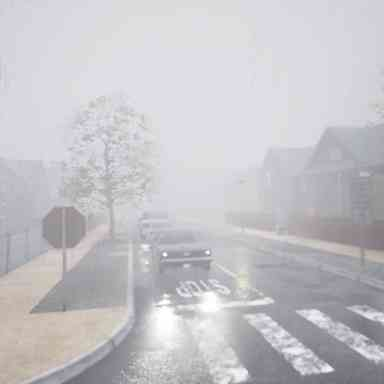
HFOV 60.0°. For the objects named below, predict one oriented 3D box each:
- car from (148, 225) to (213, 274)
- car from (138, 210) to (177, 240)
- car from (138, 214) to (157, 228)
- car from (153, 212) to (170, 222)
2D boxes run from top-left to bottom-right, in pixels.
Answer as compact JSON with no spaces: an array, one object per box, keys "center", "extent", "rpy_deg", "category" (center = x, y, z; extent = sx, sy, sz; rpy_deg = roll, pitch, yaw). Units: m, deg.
[{"center":[-0.558,2.218,13.146],"extent":[1.895,1.301,4.718],"rpy_deg":[-1,-2,-10],"category":"car"},{"center":[-2.763,2.385,25.028],"extent":[2.150,2.045,5.566],"rpy_deg":[-1,-3,-10],"category":"car"},{"center":[-5.205,3.351,38.640],"extent":[1.994,1.385,4.181],"rpy_deg":[-1,-2,-10],"category":"car"},{"center":[-4.879,3.906,52.537],"extent":[2.033,1.411,5.357],"rpy_deg":[-1,-2,-10],"category":"car"}]
